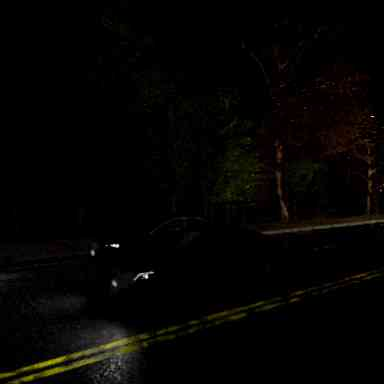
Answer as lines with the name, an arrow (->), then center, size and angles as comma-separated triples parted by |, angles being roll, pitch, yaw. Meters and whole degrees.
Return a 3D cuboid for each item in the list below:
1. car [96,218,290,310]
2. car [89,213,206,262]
car -> 0.378, 1.523, 7.918 | 4.674, 1.442, 1.812 | 0, 0, -35
car -> -0.854, 1.488, 11.026 | 4.902, 1.511, 2.128 | 0, 0, -35
